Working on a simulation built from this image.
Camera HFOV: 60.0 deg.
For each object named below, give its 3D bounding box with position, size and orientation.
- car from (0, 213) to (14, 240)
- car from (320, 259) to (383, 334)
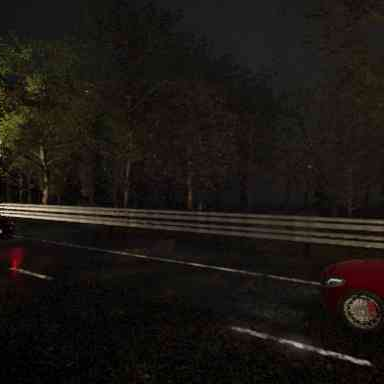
[{"bbox_3d":[-10.050,1.498,15.428,4.674,1.442,1.812,0,0,36],"label":"car"},{"bbox_3d":[4.451,1.511,5.066,4.674,1.442,1.812,0,0,35],"label":"car"}]
